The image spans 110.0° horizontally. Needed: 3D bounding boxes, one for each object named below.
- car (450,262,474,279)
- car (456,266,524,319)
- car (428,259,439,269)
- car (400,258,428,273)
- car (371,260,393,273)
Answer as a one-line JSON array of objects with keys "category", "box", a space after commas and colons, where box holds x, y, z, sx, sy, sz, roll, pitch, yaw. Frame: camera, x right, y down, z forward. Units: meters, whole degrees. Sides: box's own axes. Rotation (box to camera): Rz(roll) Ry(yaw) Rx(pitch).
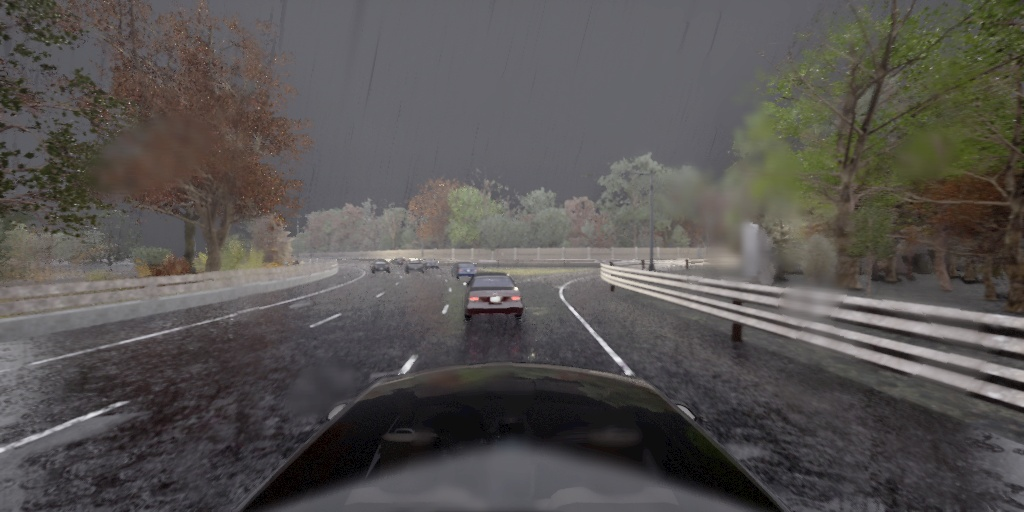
[{"category": "car", "box": [-4.205, 1.217, 31.168, 2.033, 1.411, 5.357, 0, 0, -16]}, {"category": "car", "box": [-0.740, 1.265, 12.633, 2.033, 1.411, 5.357, 0, 0, -6]}, {"category": "car", "box": [-11.991, 1.177, 51.379, 2.033, 1.411, 5.357, 0, 0, -27]}, {"category": "car", "box": [-11.319, 1.151, 41.213, 2.128, 1.511, 4.902, 0, 0, -21]}, {"category": "car", "box": [-15.349, 1.195, 41.768, 1.812, 1.442, 4.674, 0, 0, -23]}]
